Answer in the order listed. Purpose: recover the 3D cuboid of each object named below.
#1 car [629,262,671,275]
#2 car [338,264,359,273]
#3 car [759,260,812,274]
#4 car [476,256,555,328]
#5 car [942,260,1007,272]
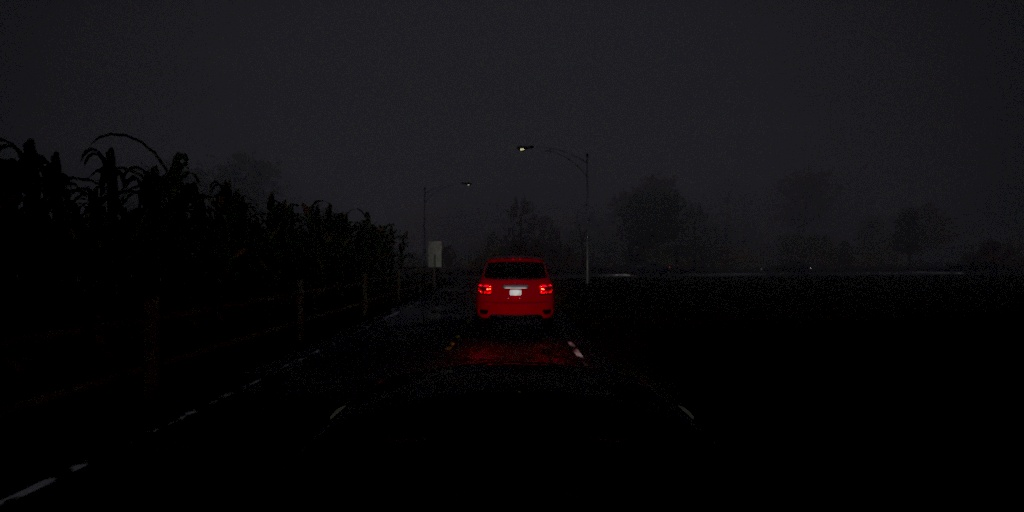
[{"bbox_3d":[14.815,1.330,38.641,4.181,1.385,1.994,-1,0,1],"label":"car"},{"bbox_3d":[-16.801,1.500,36.033,5.008,1.535,1.882,0,0,1],"label":"car"},{"bbox_3d":[29.255,1.134,38.484,4.902,1.511,2.128,-1,0,1],"label":"car"},{"bbox_3d":[0.089,1.016,11.717,2.150,2.045,5.566,0,0,0],"label":"car"},{"bbox_3d":[49.140,1.075,38.173,4.718,1.301,1.895,-1,0,1],"label":"car"}]
